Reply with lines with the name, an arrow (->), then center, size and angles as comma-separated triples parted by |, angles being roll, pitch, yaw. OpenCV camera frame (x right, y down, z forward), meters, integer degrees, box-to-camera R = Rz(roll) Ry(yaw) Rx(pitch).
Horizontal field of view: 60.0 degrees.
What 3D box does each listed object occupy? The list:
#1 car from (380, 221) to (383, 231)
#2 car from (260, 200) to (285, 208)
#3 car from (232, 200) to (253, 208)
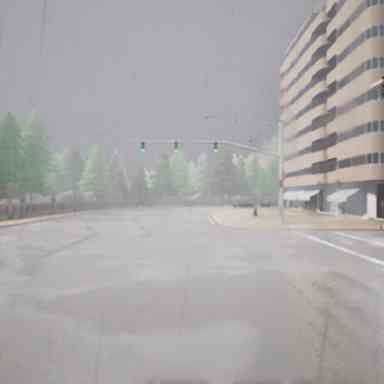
car -> 13.393, 1.805, 19.178 | 4.674, 1.442, 1.812 | 0, -1, 0
car -> 14.841, 2.262, 62.912 | 4.674, 1.442, 1.812 | 0, -1, -34
car -> 9.620, 2.228, 62.854 | 4.902, 1.511, 2.128 | 1, -1, -42
